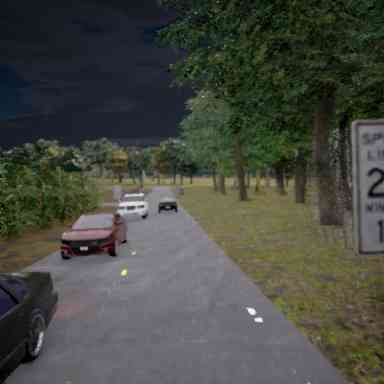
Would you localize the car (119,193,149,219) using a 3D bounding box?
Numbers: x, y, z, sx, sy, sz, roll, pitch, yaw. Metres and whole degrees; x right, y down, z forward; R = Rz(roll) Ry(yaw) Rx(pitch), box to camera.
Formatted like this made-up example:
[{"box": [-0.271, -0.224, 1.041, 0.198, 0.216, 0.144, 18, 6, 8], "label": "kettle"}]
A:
[{"box": [-4.926, 1.181, 28.484, 2.150, 2.045, 5.566, -2, 1, -4], "label": "car"}]

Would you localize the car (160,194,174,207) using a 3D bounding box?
[{"box": [-3.500, 1.148, 46.942, 1.837, 1.490, 4.892, -2, 2, -4], "label": "car"}]

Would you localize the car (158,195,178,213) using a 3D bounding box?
[{"box": [-2.481, 1.264, 34.254, 1.882, 1.535, 5.008, -2, 1, -4], "label": "car"}]

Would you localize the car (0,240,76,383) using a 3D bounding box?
[{"box": [-2.952, 1.661, 3.244, 2.033, 1.411, 5.357, -2, 0, -4], "label": "car"}]

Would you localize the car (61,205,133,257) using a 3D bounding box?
[{"box": [-3.744, 1.561, 13.400, 1.882, 1.535, 5.008, -2, 1, -4], "label": "car"}]
